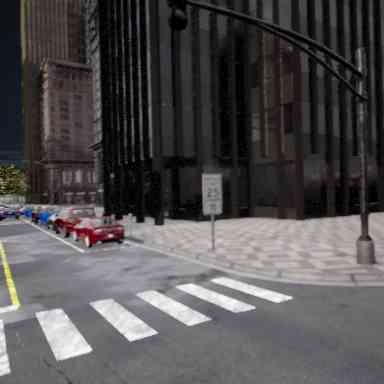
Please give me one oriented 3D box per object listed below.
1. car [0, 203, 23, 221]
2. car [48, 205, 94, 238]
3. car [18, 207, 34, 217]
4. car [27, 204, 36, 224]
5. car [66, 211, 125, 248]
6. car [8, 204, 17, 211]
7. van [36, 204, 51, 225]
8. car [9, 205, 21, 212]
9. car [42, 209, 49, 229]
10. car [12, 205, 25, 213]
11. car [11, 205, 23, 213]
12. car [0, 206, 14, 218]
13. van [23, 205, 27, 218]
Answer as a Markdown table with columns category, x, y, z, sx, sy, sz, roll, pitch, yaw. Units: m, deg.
| category | x | y | z | sx | sy | sz | roll | pitch | yaw |
| --- | --- | --- | --- | --- | --- | --- | --- | --- | --- |
| car | -23.013 | 2.595 | 41.944 | 2.097 | 1.767 | 4.553 | -2 | -1 | -32 |
| car | -7.546 | 1.846 | 21.585 | 2.192 | 1.841 | 5.009 | -3 | 0 | -31 |
| car | -25.747 | 3.005 | 51.577 | 1.802 | 1.307 | 4.206 | -3 | 0 | -31 |
| car | -15.447 | 2.235 | 34.637 | 2.192 | 1.841 | 5.009 | -3 | 0 | -31 |
| car | -4.902 | 1.945 | 17.233 | 1.887 | 1.381 | 4.507 | -3 | 0 | -31 |
| car | -44.728 | 3.848 | 82.847 | 1.752 | 1.417 | 4.829 | -2 | 0 | -31 |
| van | -12.813 | 2.132 | 30.286 | 1.690 | 1.788 | 3.998 | -3 | 0 | -31 |
| car | -39.241 | 3.620 | 73.808 | 2.008 | 1.369 | 4.403 | -2 | 0 | -31 |
| car | -10.168 | 2.243 | 25.935 | 1.802 | 1.307 | 4.206 | -3 | 0 | -31 |
| car | -33.843 | 3.380 | 64.915 | 1.947 | 1.339 | 4.313 | -2 | 0 | -31 |
| car | -36.542 | 3.508 | 69.362 | 1.947 | 1.339 | 4.313 | -2 | 0 | -31 |
| car | -28.108 | 2.968 | 50.339 | 1.882 | 1.535 | 5.008 | -2 | -1 | -31 |
| van | -20.714 | 2.519 | 43.339 | 1.690 | 1.788 | 3.998 | -3 | 0 | -31 |
